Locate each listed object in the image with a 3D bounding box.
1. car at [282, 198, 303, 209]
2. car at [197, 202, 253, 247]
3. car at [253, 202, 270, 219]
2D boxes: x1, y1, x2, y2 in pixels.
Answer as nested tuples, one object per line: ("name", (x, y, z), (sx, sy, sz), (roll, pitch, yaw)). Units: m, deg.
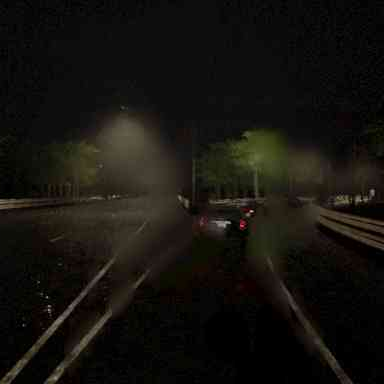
("car", (13.874, 1.590, 45.701), (1.812, 1.442, 4.674), (0, 0, 33))
("car", (1.600, 1.362, 15.346), (2.097, 1.767, 4.553), (0, 0, 11))
("car", (5.731, 1.598, 29.765), (1.994, 1.385, 4.181), (0, 0, 21))
